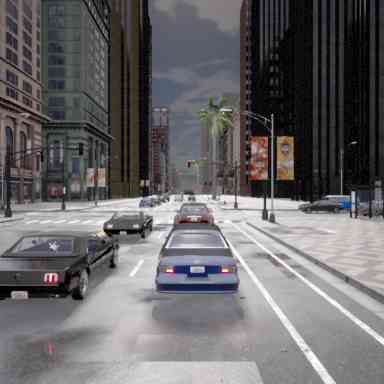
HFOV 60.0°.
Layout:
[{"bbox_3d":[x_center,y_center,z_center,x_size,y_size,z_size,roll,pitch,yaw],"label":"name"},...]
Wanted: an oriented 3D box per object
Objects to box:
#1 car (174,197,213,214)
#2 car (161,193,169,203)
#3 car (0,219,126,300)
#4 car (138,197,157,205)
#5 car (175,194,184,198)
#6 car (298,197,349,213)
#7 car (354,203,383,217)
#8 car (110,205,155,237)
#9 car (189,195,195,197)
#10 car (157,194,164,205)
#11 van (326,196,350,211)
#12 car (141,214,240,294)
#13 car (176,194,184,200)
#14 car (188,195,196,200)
[{"bbox_3d":[0.114,1.352,18.388,2.097,1.767,4.553,0,0,0],"label":"car"},{"bbox_3d":[-6.524,1.481,69.135,1.882,1.535,5.008,0,0,0],"label":"car"},{"bbox_3d":[-3.152,1.601,8.317,1.895,1.301,4.718,0,0,0],"label":"car"},{"bbox_3d":[-6.601,1.528,48.907,1.812,1.442,4.674,0,0,-1],"label":"car"},{"bbox_3d":[-3.278,1.522,80.384,1.812,1.442,4.674,0,0,0],"label":"car"},{"bbox_3d":[13.726,1.509,35.454,4.674,1.442,1.812,0,0,2],"label":"car"},{"bbox_3d":[17.061,1.548,29.596,4.403,1.369,2.008,0,0,0],"label":"car"},{"bbox_3d":[-3.160,1.601,17.484,1.895,1.301,4.718,0,0,0],"label":"car"},{"bbox_3d":[-0.028,1.529,81.237,1.812,1.442,4.674,0,0,0],"label":"car"},{"bbox_3d":[-6.606,1.567,58.913,1.994,1.385,4.181,0,0,0],"label":"car"},{"bbox_3d":[17.054,1.314,38.121,3.998,1.788,1.690,0,0,0],"label":"van"},{"bbox_3d":[0.099,1.547,8.945,2.033,1.411,5.357,0,0,0],"label":"car"},{"bbox_3d":[-3.281,1.316,90.387,1.882,1.535,5.008,0,0,0],"label":"car"},{"bbox_3d":[-0.031,1.546,91.458,2.033,1.411,5.357,0,0,0],"label":"car"}]
